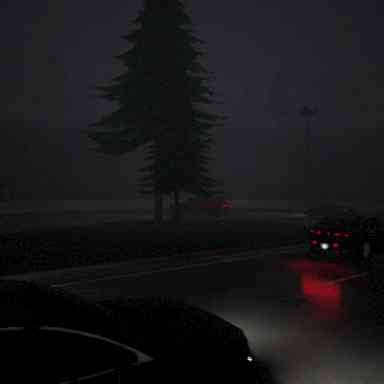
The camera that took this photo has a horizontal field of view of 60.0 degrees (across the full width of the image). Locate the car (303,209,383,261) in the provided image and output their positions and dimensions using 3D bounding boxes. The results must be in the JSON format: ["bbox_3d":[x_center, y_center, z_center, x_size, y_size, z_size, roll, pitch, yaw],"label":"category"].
[{"bbox_3d":[6.357,1.585,12.727,4.892,1.490,1.837,1,0,-39],"label":"car"}]

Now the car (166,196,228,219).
[{"bbox_3d":[0.463,1.333,29.929,5.566,2.045,2.150,0,-1,4],"label":"car"}]

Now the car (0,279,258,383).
[{"bbox_3d":[-1.594,1.504,2.555,4.892,1.490,1.837,1,0,-36],"label":"car"}]

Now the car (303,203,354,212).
[{"bbox_3d":[12.752,1.708,31.127,1.812,1.442,4.674,1,-1,-40],"label":"car"}]
